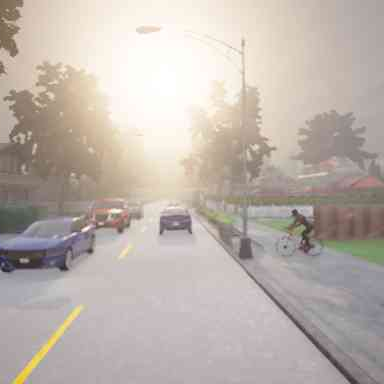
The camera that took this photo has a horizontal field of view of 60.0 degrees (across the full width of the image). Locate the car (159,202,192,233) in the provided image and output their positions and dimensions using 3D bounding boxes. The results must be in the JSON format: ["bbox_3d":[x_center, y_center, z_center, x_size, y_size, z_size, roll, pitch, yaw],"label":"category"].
[{"bbox_3d":[-1.037,1.657,20.941,1.882,1.535,5.008,-1,0,-3],"label":"car"}]

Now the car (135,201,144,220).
[{"bbox_3d":[-5.830,1.667,31.678,2.097,1.767,4.553,-1,0,-3],"label":"car"}]

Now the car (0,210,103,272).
[{"bbox_3d":[-4.705,1.620,11.556,1.882,1.535,5.008,-1,0,-3],"label":"car"}]

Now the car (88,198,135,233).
[{"bbox_3d":[-5.279,1.449,21.492,2.150,2.045,5.566,-1,0,-4],"label":"car"}]

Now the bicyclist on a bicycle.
[{"bbox_3d":[3.667,1.403,11.361,1.656,1.620,0.582,0,0,-3],"label":"bicyclist on a bicycle"}]
